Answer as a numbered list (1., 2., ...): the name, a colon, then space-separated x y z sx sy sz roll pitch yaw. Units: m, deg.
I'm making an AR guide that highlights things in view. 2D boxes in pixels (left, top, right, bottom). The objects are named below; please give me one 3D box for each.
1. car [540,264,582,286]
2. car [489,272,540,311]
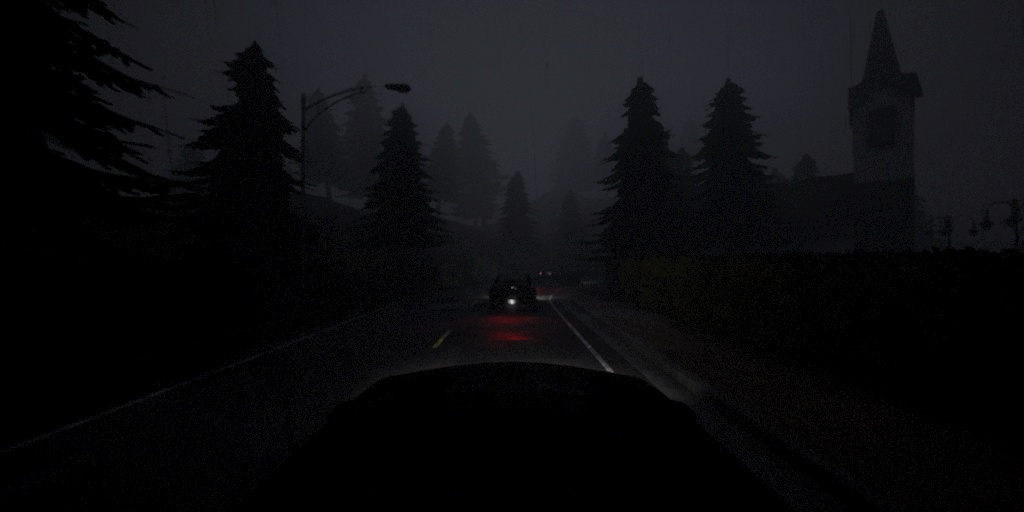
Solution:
1. car: 3.948 1.383 28.609 2.097 1.767 4.553 0 -1 32
2. car: 0.123 1.400 15.333 1.837 1.490 4.892 0 0 3
